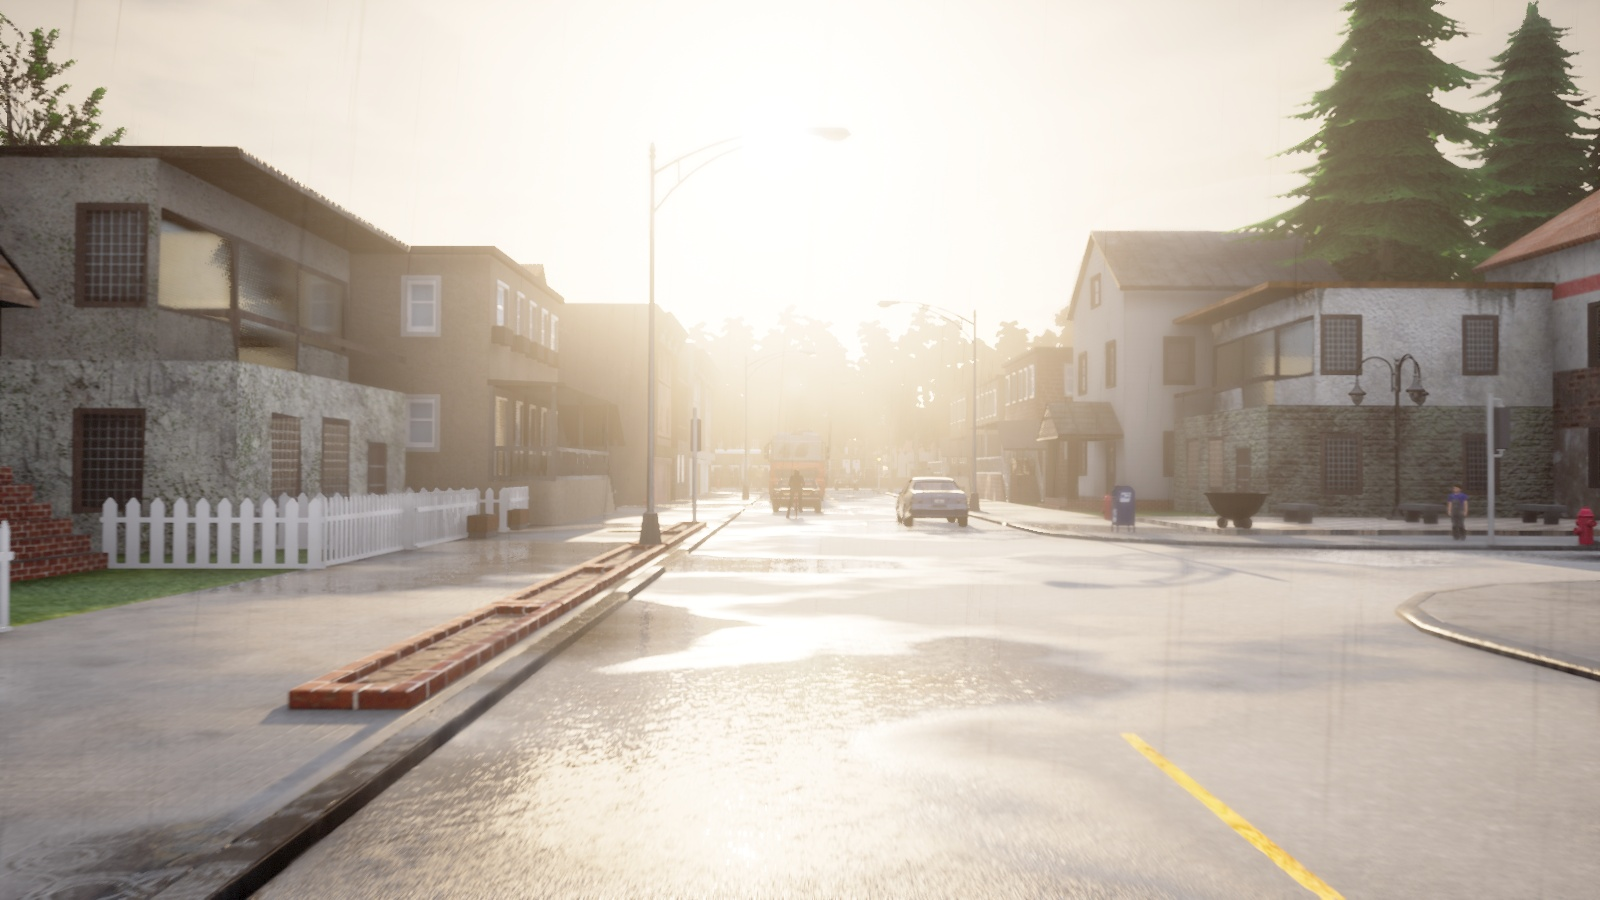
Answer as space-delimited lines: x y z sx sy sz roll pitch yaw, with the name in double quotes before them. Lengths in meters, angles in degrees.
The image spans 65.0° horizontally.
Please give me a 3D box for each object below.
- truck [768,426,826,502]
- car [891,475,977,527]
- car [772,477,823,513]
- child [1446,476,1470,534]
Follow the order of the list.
"truck" -0.155 0.789 67.984 2.891 3.827 8.468 0 -1 0
"car" 3.893 1.472 37.377 2.033 1.411 5.357 0 -1 1
"car" -0.108 1.736 49.020 1.895 1.301 4.718 0 -1 0
"child" 14.450 1.205 27.587 0.437 1.263 0.270 0 -1 -34
